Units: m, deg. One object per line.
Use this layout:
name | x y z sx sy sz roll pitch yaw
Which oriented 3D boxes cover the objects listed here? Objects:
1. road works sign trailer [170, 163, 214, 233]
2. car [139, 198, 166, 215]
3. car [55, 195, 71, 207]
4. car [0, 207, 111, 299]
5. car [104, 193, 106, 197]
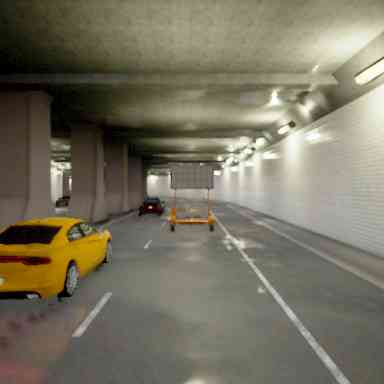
road works sign trailer | -0.001 0.248 18.105 2.380 3.560 2.880 0 1 0
car | -3.401 1.215 29.241 1.994 1.385 4.181 0 1 0
car | -14.195 1.068 38.424 1.812 1.442 4.674 0 1 -1
car | -3.401 1.378 8.265 1.882 1.535 5.008 0 1 0
car | -10.702 0.900 37.981 2.097 1.767 4.553 0 1 -1
